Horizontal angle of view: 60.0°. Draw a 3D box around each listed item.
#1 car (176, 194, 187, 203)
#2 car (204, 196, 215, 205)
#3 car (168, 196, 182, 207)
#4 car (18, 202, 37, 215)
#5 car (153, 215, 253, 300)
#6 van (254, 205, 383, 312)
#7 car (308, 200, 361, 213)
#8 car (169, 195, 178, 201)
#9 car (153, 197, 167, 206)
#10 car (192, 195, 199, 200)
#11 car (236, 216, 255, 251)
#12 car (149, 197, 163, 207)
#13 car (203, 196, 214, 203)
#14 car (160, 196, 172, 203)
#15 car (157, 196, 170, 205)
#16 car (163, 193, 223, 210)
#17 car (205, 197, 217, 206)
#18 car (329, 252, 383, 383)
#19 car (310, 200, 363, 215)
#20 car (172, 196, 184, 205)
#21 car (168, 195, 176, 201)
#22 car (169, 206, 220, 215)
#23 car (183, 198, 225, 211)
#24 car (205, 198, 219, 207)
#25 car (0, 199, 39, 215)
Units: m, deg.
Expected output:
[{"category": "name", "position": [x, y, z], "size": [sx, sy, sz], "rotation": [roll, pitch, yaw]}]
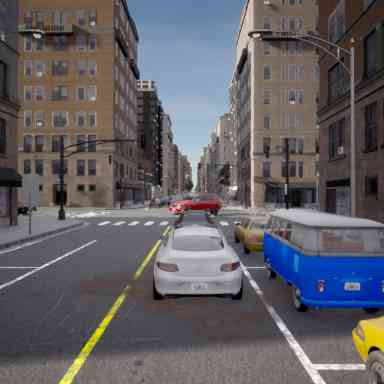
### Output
[{"category": "car", "position": [-2.306, 1.359, 71.976], "size": [2.097, 1.767, 4.553], "rotation": [0, 0, 1]}, {"category": "car", "position": [3.225, 1.555, 61.806], "size": [2.008, 1.369, 4.403], "rotation": [1, 0, 1]}, {"category": "car", "position": [-2.678, 1.484, 52.189], "size": [1.882, 1.535, 5.008], "rotation": [0, 0, 1]}, {"category": "car", "position": [-16.505, 1.444, 29.056], "size": [4.718, 1.301, 1.895], "rotation": [0, -1, 1]}, {"category": "car", "position": [0.088, 1.527, 8.258], "size": [1.812, 1.442, 4.674], "rotation": [0, 0, -1]}, {"category": "van", "position": [2.689, 1.342, 7.409], "size": [1.690, 1.788, 3.998], "rotation": [1, 0, 0]}, {"category": "car", "position": [16.511, 1.721, 38.737], "size": [5.357, 1.411, 2.033], "rotation": [0, -1, 0]}, {"category": "car", "position": [-4.905, 1.566, 89.564], "size": [1.947, 1.339, 4.313], "rotation": [1, 0, 1]}, {"category": "car", "position": [-5.379, 1.572, 56.392], "size": [1.947, 1.339, 4.313], "rotation": [1, 0, 1]}, {"category": "car", "position": [0.977, 1.523, 91.793], "size": [1.812, 1.442, 4.674], "rotation": [0, 0, 1]}, {"category": "car", "position": [2.696, 1.528, 13.252], "size": [1.752, 1.417, 4.829], "rotation": [1, 0, 0]}, {"category": "car", "position": [-5.458, 1.588, 50.863], "size": [1.802, 1.307, 4.206], "rotation": [1, 0, 1]}, {"category": "car", "position": [3.304, 1.548, 67.336], "size": [1.887, 1.381, 4.507], "rotation": [1, 0, 1]}, {"category": "car", "position": [-5.221, 1.549, 67.449], "size": [1.887, 1.381, 4.507], "rotation": [1, 0, 1]}, {"category": "car", "position": [-5.300, 1.556, 61.920], "size": [2.008, 1.369, 4.403], "rotation": [1, 0, 1]}, {"category": "car", "position": [0.344, 1.225, 31.483], "size": [5.566, 2.045, 2.150], "rotation": [0, -1, -45]}, {"category": "car", "position": [3.146, 1.549, 56.275], "size": [1.887, 1.381, 4.507], "rotation": [1, 0, 1]}, {"category": "car", "position": [2.679, 1.526, 1.905], "size": [1.752, 1.417, 4.829], "rotation": [1, 0, 0]}, {"category": "car", "position": [15.350, 1.640, 35.496], "size": [4.892, 1.490, 1.837], "rotation": [1, -1, 0]}, {"category": "car", "position": [-2.515, 1.483, 61.849], "size": [1.882, 1.535, 5.008], "rotation": [0, 0, 1]}, {"category": "car", "position": [-4.986, 1.527, 83.866], "size": [1.752, 1.417, 4.829], "rotation": [1, 0, 1]}, {"category": "car", "position": [0.115, 1.567, 15.594], "size": [1.994, 1.385, 4.181], "rotation": [0, 0, 0]}, {"category": "car", "position": [1.453, 1.553, 42.201], "size": [2.033, 1.411, 5.357], "rotation": [0, 0, -44]}, {"category": "car", "position": [3.067, 1.571, 50.745], "size": [1.947, 1.339, 4.313], "rotation": [1, 0, 1]}, {"category": "car", "position": [-18.046, 1.411, 32.323], "size": [5.357, 1.411, 2.033], "rotation": [0, -1, 0]}]
